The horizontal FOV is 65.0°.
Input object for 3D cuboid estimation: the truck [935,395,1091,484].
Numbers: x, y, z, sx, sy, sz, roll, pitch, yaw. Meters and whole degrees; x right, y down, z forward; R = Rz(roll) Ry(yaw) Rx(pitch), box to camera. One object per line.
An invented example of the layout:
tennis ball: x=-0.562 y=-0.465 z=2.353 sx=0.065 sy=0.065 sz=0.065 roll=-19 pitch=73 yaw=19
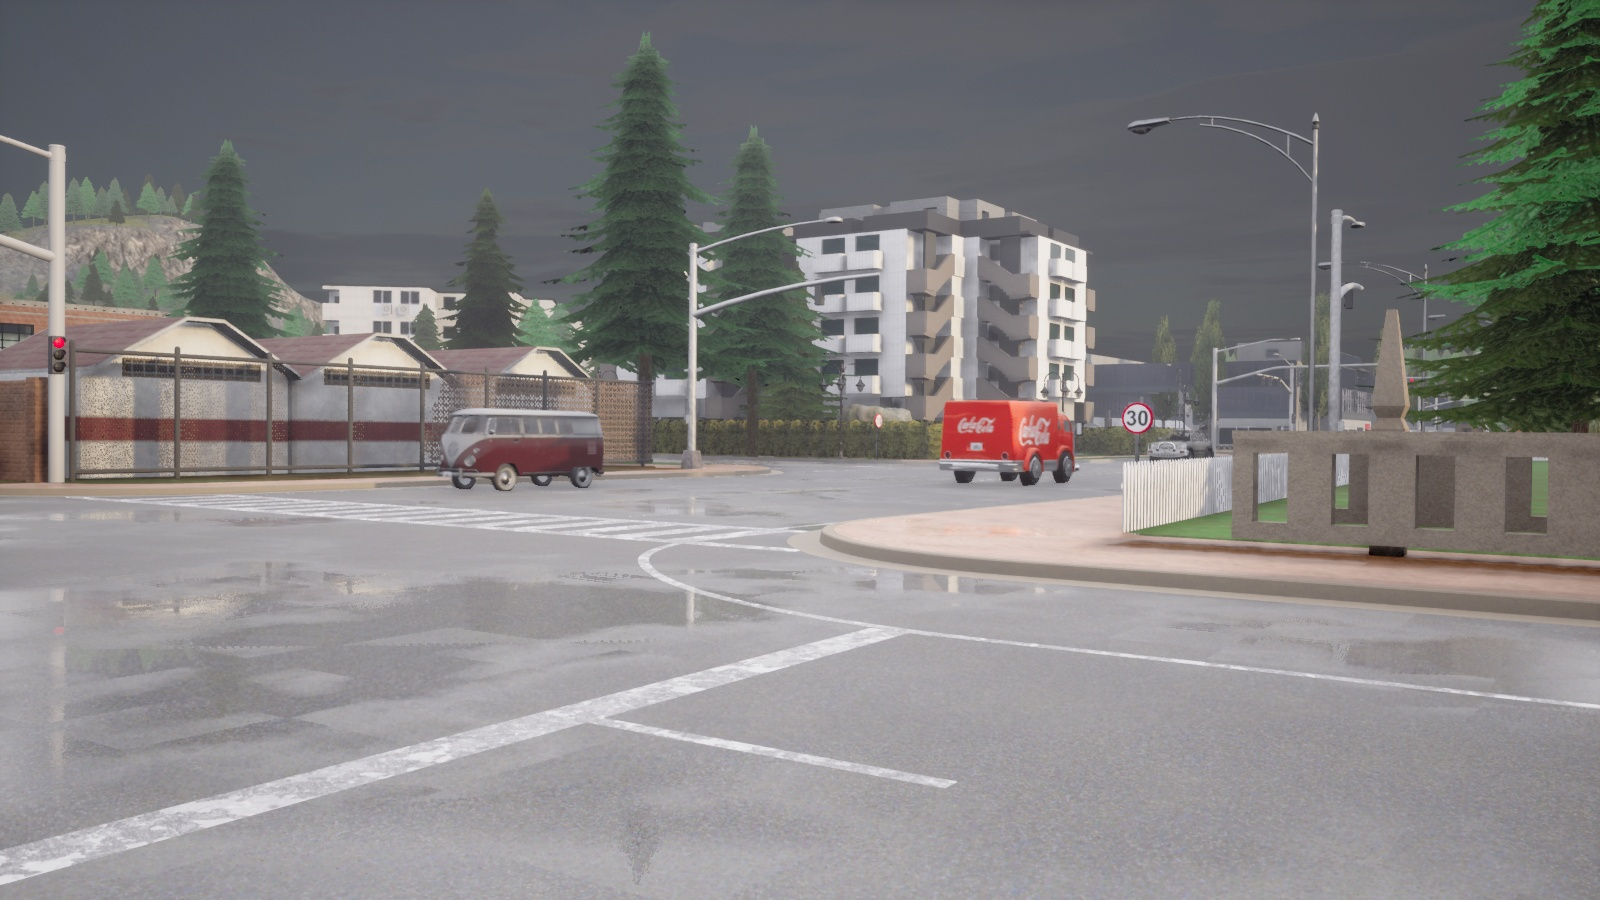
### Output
truck: x=6.515 y=-0.342 z=37.948 sx=2.627 sy=2.467 sz=5.204 roll=0 pitch=1 yaw=35

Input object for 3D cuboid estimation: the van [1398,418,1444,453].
van: x=37.115 y=-0.881 z=75.025 sx=1.775 sy=1.987 sz=4.442 roll=0 pitch=1 yaw=35

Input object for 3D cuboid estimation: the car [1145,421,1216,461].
car: x=18.483 y=-0.462 z=60.863 sx=1.932 sy=1.855 sz=4.605 roll=0 pitch=1 yaw=35

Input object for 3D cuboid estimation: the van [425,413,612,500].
van: x=-6.888 y=0.104 z=31.157 sx=1.775 sy=1.987 sz=4.442 roll=0 pitch=1 yaw=35

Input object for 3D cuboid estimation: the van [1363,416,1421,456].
van: x=32.019 y=-0.766 z=67.844 sx=2.069 sy=2.038 sz=4.480 roll=0 pitch=1 yaw=35
